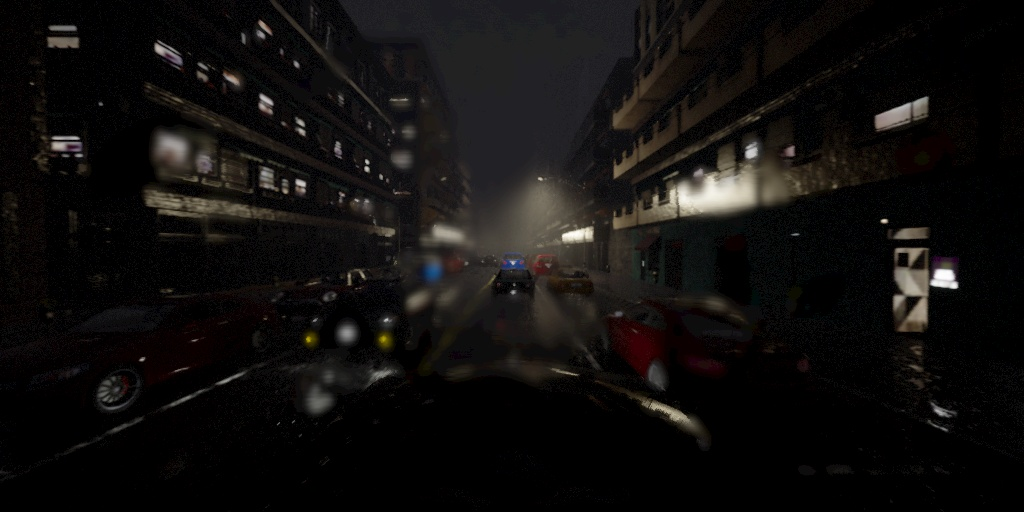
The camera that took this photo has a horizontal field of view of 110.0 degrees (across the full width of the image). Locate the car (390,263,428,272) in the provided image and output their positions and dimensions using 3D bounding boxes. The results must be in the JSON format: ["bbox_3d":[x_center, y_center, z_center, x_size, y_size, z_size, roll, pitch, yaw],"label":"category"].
[{"bbox_3d":[-5.659,1.174,17.034,2.007,1.370,4.403,0,0,0],"label":"car"}]

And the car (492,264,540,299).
[{"bbox_3d":[0.101,1.222,17.200,1.895,1.301,4.718,0,0,0],"label":"car"}]

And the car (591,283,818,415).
[{"bbox_3d":[2.689,1.298,5.802,1.802,1.307,4.207,0,0,0],"label":"car"}]

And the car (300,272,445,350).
[{"bbox_3d":[-3.101,1.256,8.736,1.994,1.385,4.181,0,0,0],"label":"car"}]

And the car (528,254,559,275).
[{"bbox_3d":[2.688,0.845,28.210,2.192,1.841,5.009,0,0,0],"label":"car"}]

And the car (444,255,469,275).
[{"bbox_3d":[-5.683,0.799,33.840,2.192,1.841,5.009,0,0,0],"label":"car"}]

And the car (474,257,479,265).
[{"bbox_3d":[-5.693,0.882,56.248,1.802,1.307,4.207,0,0,0],"label":"car"}]

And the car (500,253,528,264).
[{"bbox_3d":[0.098,0.707,33.877,2.150,2.045,5.566,0,1,0],"label":"car"}]

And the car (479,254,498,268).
[{"bbox_3d":[-3.068,0.703,50.105,2.097,1.767,4.553,0,0,0],"label":"car"}]

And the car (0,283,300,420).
[{"bbox_3d":[-5.659,1.298,5.831,1.802,1.307,4.207,0,0,0],"label":"car"}]

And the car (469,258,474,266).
[{"bbox_3d":[-5.700,0.988,39.442,2.007,1.370,4.403,0,0,0],"label":"car"}]

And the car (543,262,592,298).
[{"bbox_3d":[2.688,1.148,17.176,1.751,1.417,4.829,0,0,0],"label":"car"}]

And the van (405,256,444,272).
[{"bbox_3d":[-5.660,0.918,22.636,1.690,1.789,3.998,0,0,0],"label":"van"}]

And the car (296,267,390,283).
[{"bbox_3d":[-5.659,1.109,11.433,1.967,1.591,4.097,0,0,0],"label":"car"}]
